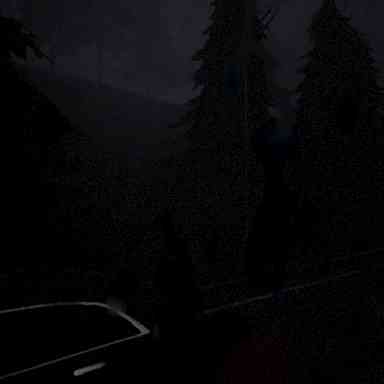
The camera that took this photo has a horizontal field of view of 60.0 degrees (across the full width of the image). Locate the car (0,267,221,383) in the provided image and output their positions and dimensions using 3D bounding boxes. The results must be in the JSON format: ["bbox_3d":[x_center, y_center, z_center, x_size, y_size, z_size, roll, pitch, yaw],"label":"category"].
[{"bbox_3d":[-1.993,1.505,2.569,4.892,1.490,1.837,0,0,-36],"label":"car"}]
